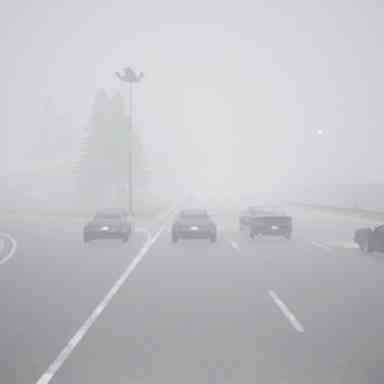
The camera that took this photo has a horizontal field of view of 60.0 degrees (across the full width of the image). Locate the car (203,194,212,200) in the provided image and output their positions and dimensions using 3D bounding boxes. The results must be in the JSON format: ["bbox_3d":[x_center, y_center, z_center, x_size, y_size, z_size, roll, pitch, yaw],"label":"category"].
[{"bbox_3d":[3.492,1.091,77.114,1.812,1.442,4.674,0,0,0],"label":"car"}]

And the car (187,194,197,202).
[{"bbox_3d":[-0.007,1.303,66.304,1.895,1.301,4.718,0,0,0],"label":"car"}]

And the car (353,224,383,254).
[{"bbox_3d":[7.088,1.501,10.321,2.033,1.411,5.357,0,0,0],"label":"car"}]

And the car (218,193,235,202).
[{"bbox_3d":[6.993,1.211,67.941,1.812,1.442,4.674,0,0,0],"label":"car"}]

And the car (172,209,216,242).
[{"bbox_3d":[0.094,1.492,15.982,1.994,1.385,4.181,0,0,0],"label":"car"}]

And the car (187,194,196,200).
[{"bbox_3d":[-0.007,1.099,76.281,1.994,1.385,4.181,0,0,0],"label":"car"}]

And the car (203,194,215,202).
[{"bbox_3d":[3.493,1.199,66.691,1.837,1.490,4.892,0,0,0],"label":"car"}]

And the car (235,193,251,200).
[{"bbox_3d":[10.493,1.246,66.691,2.033,1.411,5.357,0,0,0],"label":"car"}]

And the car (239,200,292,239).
[{"bbox_3d":[3.595,1.401,16.961,1.882,1.535,5.008,0,0,0],"label":"car"}]

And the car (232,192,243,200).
[{"bbox_3d":[10.492,0.922,77.084,2.097,1.767,4.553,0,0,0],"label":"car"}]

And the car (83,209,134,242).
[{"bbox_3d":[-3.901,1.492,15.961,1.994,1.385,4.181,0,0,-7],"label":"car"}]
